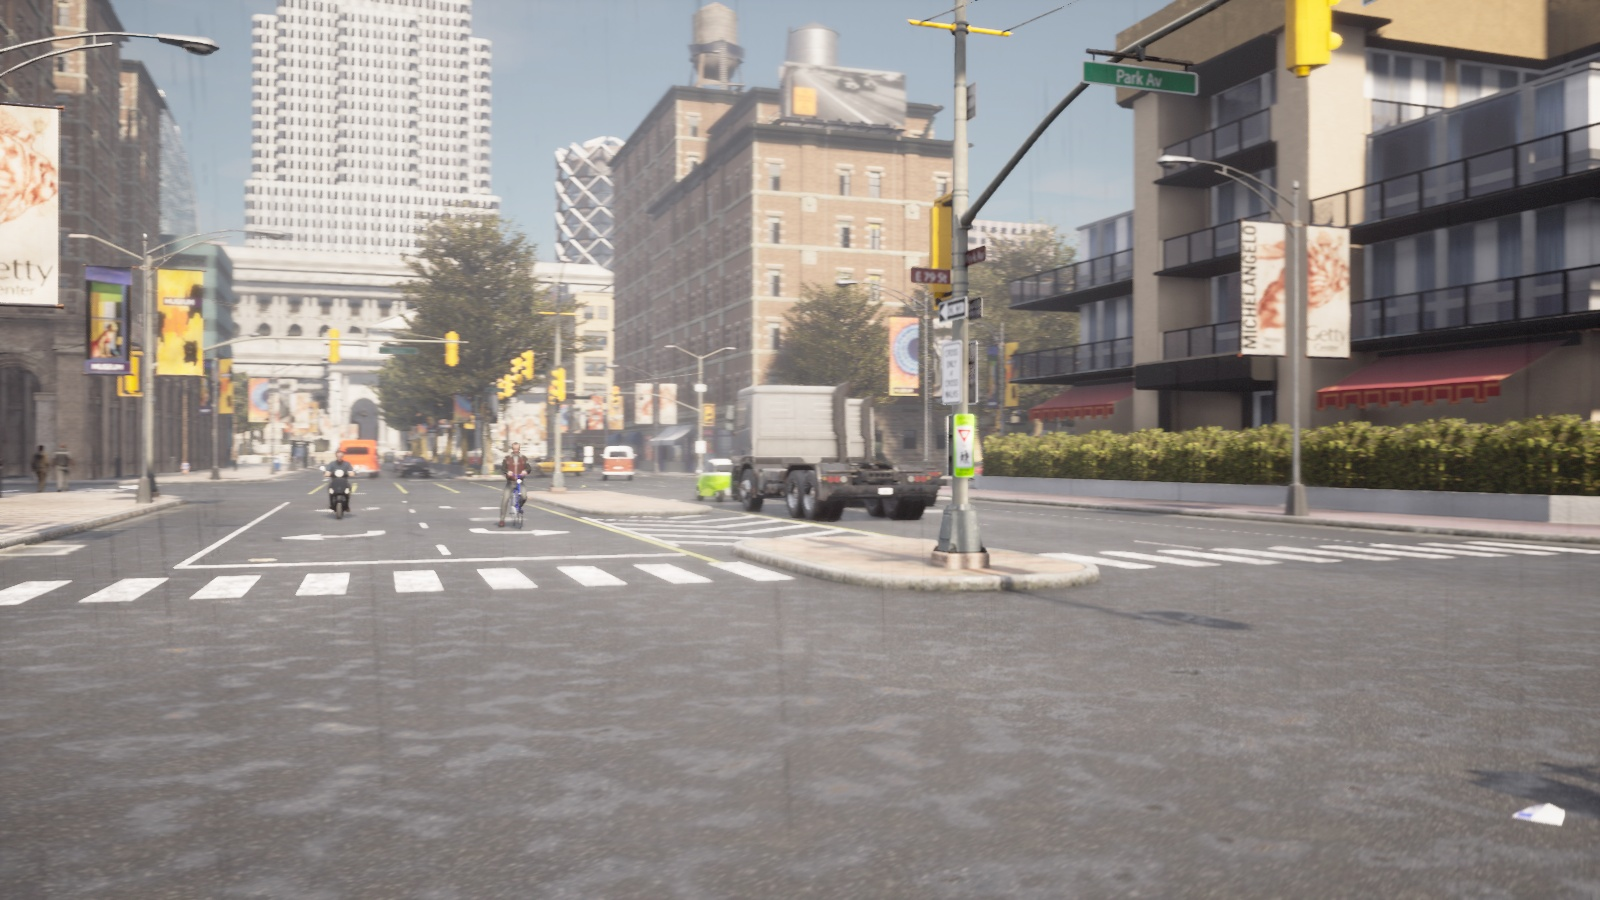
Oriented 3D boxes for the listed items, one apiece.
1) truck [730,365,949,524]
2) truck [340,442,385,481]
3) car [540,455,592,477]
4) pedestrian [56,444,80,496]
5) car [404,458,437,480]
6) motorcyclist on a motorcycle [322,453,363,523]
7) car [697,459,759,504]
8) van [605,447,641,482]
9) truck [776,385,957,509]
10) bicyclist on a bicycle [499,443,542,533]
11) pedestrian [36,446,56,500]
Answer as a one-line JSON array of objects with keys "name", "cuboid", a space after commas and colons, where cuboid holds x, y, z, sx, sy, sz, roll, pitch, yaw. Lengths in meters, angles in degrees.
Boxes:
[{"name": "truck", "cuboid": [0.697, -0.099, 31.594, 2.891, 3.462, 7.936, 0, 0, -19]}, {"name": "truck", "cuboid": [-28.444, 0.720, 81.813, 2.627, 2.467, 5.204, 0, 0, -18]}, {"name": "car", "cuboid": [-16.941, 1.144, 90.595, 1.801, 1.575, 5.366, 0, 0, -32]}, {"name": "pedestrian", "cuboid": [-26.635, 0.714, 45.708, 0.563, 1.883, 0.849, 0, 0, -15]}, {"name": "car", "cuboid": [-25.364, 1.252, 83.852, 2.033, 1.411, 5.357, 0, 0, -18]}, {"name": "motorcyclist on a motorcycle", "cuboid": [-10.703, 0.867, 29.404, 0.866, 1.590, 1.817, 0, 0, -19]}, {"name": "car", "cuboid": [-2.353, 0.988, 40.596, 1.481, 1.376, 2.207, 0, 0, -19]}, {"name": "van", "cuboid": [-10.600, 0.837, 75.049, 2.069, 2.038, 4.480, 0, 0, -9]}, {"name": "truck", "cuboid": [1.833, -0.070, 39.143, 2.891, 3.462, 7.936, 0, 0, -19]}, {"name": "bicyclist on a bicycle", "cuboid": [-5.728, 0.750, 25.636, 0.659, 1.776, 1.843, 0, 0, -19]}, {"name": "pedestrian", "cuboid": [-27.202, 0.832, 45.312, 0.396, 1.930, 0.692, 0, 0, -8]}]
